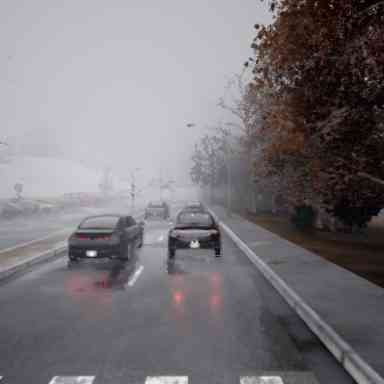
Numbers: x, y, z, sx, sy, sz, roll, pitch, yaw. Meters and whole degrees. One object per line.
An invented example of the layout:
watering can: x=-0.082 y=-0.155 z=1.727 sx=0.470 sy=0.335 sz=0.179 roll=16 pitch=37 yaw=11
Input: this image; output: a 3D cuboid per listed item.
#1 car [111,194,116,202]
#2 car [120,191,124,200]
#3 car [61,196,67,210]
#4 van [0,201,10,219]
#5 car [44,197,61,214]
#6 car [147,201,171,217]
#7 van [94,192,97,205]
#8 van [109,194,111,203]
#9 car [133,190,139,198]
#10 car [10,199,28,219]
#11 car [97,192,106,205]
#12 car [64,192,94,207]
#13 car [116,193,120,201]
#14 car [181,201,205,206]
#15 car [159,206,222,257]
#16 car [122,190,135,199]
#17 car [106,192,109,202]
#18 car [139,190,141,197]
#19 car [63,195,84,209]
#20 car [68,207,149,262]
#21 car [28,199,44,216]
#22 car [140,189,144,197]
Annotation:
car: x=-16.821 y=1.071 z=61.136 sx=4.553 sy=1.767 sz=2.185 roll=-1 pitch=1 yaw=-20
car: x=-16.819 y=1.152 z=67.128 sx=4.792 sy=1.488 sz=2.163 roll=-1 pitch=0 yaw=-20
car: x=-16.838 y=1.497 z=37.271 sx=4.792 sy=1.488 sz=2.163 roll=-1 pitch=0 yaw=-20
van: x=-16.769 y=1.293 z=25.370 sx=4.442 sy=1.987 sz=1.878 roll=-1 pitch=0 yaw=-20
car: x=-16.696 y=1.481 z=34.344 sx=5.366 sy=1.575 sz=1.946 roll=-1 pitch=0 yaw=-20
car: x=-2.904 y=1.508 z=28.587 sx=2.128 sy=1.511 sz=4.902 roll=0 pitch=0 yaw=0
van: x=-16.752 y=1.118 z=49.239 sx=4.442 sy=1.987 sz=1.878 roll=-1 pitch=0 yaw=-20
van: x=-16.963 y=1.010 z=58.100 sx=4.442 sy=1.987 sz=1.878 roll=-1 pitch=1 yaw=-20
car: x=-17.004 y=0.896 z=85.056 sx=5.366 sy=1.575 sz=1.946 roll=-1 pitch=1 yaw=-20
car: x=-16.867 y=1.552 z=28.303 sx=4.674 sy=1.452 sz=2.002 roll=-1 pitch=0 yaw=-20
car: x=-16.834 y=1.057 z=52.192 sx=5.566 sy=2.045 sz=2.435 roll=-1 pitch=0 yaw=-20
car: x=-16.889 y=1.131 z=46.196 sx=5.566 sy=2.045 sz=2.435 roll=-1 pitch=1 yaw=-20
car: x=-16.842 y=1.200 z=64.110 sx=4.674 sy=1.452 sz=2.002 roll=-1 pitch=1 yaw=-20
car: x=0.096 y=1.522 z=28.616 sx=1.837 sy=1.490 sz=4.892 roll=0 pitch=0 yaw=0
car: x=0.094 y=1.499 z=13.049 sx=2.128 sy=1.511 sz=4.902 roll=0 pitch=0 yaw=0
car: x=-16.811 y=1.002 z=79.133 sx=4.792 sy=1.488 sz=2.163 roll=-1 pitch=0 yaw=-20
car: x=-16.847 y=1.272 z=55.163 sx=4.892 sy=1.521 sz=2.231 roll=-1 pitch=1 yaw=-20
car: x=-16.835 y=0.892 z=88.130 sx=4.674 sy=1.452 sz=2.002 roll=-1 pitch=1 yaw=-20
car: x=-16.858 y=1.453 z=43.228 sx=4.674 sy=1.452 sz=2.002 roll=-1 pitch=1 yaw=-20
car: x=-2.908 y=1.513 z=12.061 sx=1.837 sy=1.490 sz=4.892 roll=0 pitch=0 yaw=0
car: x=-16.896 y=1.535 z=31.275 sx=4.792 sy=1.488 sz=2.163 roll=-1 pitch=0 yaw=-20
car: x=-16.806 y=0.556 z=91.144 sx=5.566 sy=2.045 sz=2.435 roll=-1 pitch=1 yaw=-20
